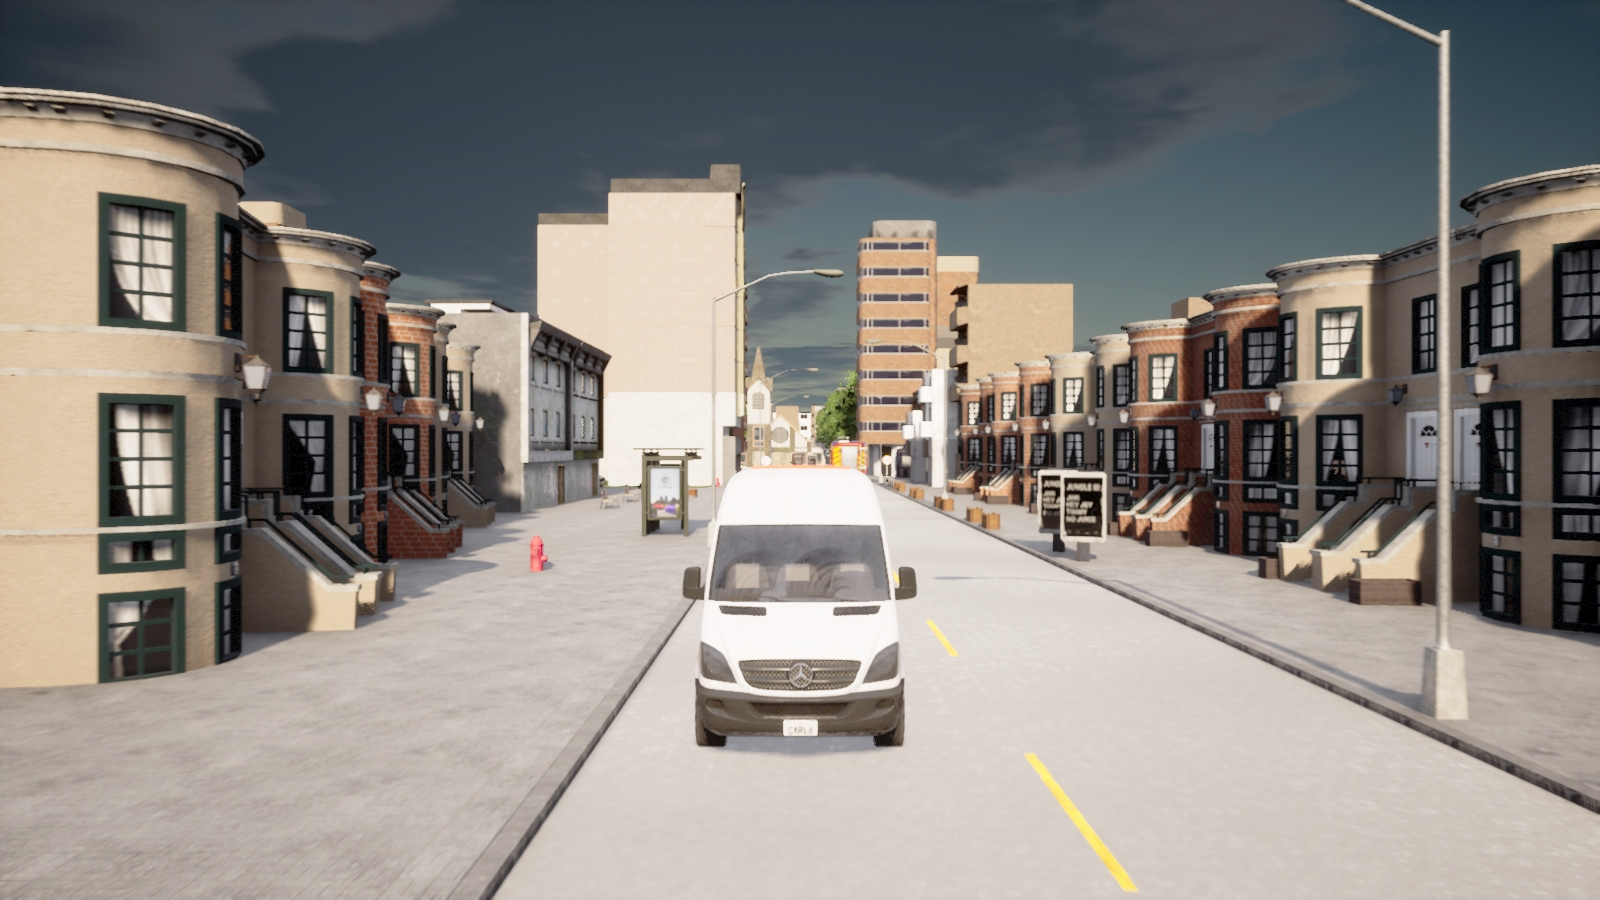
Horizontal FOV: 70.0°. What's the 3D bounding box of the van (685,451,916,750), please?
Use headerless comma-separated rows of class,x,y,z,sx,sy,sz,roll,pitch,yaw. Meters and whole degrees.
van,0.005,1.305,12.814,1.988,2.561,5.915,0,0,0
